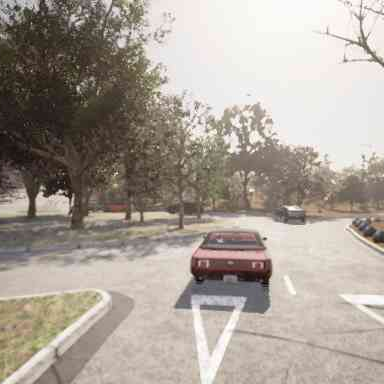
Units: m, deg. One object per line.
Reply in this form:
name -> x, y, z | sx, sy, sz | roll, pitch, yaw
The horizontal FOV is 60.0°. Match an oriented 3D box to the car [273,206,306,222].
car -> 9.090, 2.031, 31.475 | 2.128, 1.511, 4.902 | 0, -1, -3

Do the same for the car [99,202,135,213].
car -> -10.704, 2.231, 48.730 | 4.553, 1.767, 2.097 | 0, -1, 19

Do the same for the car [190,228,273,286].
car -> 1.234, 1.686, 9.670 | 1.895, 1.301, 4.718 | 0, -1, 10

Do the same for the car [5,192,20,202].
car -> -41.176, 1.499, 75.283 | 1.946, 1.575, 5.366 | 1, 2, -18

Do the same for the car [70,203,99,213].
car -> -16.345, 2.427, 51.814 | 4.902, 1.511, 2.128 | 0, -1, -7

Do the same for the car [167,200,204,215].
car -> -0.912, 2.022, 44.203 | 5.566, 2.045, 2.150 | -1, -2, 44

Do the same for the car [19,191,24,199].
car -> -42.891, 1.278, 80.528 | 1.946, 1.575, 5.366 | 1, 2, -18
